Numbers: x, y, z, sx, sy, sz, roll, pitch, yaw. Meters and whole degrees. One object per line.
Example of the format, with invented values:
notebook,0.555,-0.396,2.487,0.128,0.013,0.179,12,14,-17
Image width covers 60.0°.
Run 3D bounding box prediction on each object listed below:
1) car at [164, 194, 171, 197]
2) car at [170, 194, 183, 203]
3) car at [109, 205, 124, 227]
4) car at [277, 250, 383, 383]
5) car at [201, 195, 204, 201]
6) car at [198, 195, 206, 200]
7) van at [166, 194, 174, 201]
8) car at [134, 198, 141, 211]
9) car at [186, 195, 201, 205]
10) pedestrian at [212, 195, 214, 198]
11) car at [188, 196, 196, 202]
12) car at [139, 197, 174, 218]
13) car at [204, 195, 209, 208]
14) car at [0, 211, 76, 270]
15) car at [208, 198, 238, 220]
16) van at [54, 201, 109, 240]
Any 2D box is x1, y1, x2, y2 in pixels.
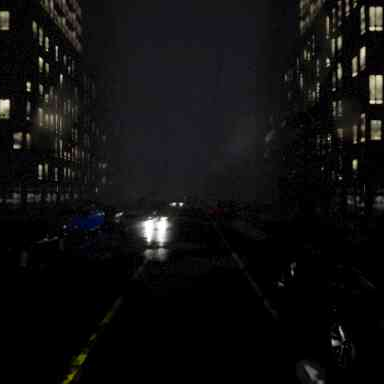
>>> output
car,-5.677,1.499,73.536,1.752,1.417,4.829,0,0,0
car,-2.991,1.536,70.380,1.895,1.301,4.718,0,0,0
car,-5.684,1.580,22.477,1.802,1.307,4.206,0,0,0
car,2.694,1.566,5.387,1.947,1.339,4.313,0,0,0
car,2.704,1.414,73.689,1.967,1.590,4.097,0,0,0
car,2.705,1.512,90.765,2.008,1.369,4.403,0,0,0
van,-5.675,1.307,85.091,1.690,1.788,3.998,0,0,0
car,-5.681,1.432,39.553,1.967,1.590,4.097,0,0,0
car,0.008,1.334,58.756,2.097,1.767,4.553,0,0,0
pedestrian,3.006,1.281,49.330,0.375,1.860,0.375,0,0,-2
car,0.010,1.492,73.714,1.895,1.301,4.718,0,0,0
car,-3.095,1.487,29.935,2.128,1.511,4.902,0,0,0
car,3.006,1.515,46.489,1.812,1.442,4.674,0,0,0
car,-5.686,1.545,11.093,1.887,1.381,4.507,0,0,0
car,2.698,1.437,28.153,1.967,1.590,4.097,0,0,0
van,-5.684,1.340,16.785,1.690,1.788,3.998,0,0,0
